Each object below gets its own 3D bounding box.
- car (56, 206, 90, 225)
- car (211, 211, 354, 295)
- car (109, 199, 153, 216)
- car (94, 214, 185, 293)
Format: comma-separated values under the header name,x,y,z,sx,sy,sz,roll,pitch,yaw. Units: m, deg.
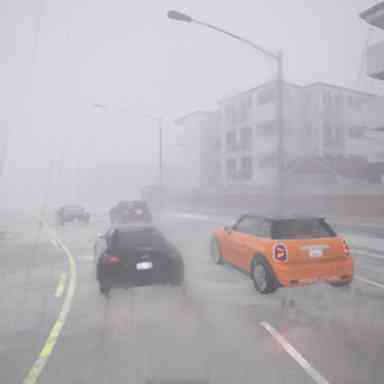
name,x,y,z,sx,sy,sz,roll,pitch,yaw
car,-8.859,1.639,24.405,1.895,1.301,4.718,-1,0,-27
car,2.047,1.296,8.956,2.097,1.767,4.553,-1,0,-14
car,-4.356,1.335,23.227,2.097,1.767,4.553,-1,0,-27
car,-1.603,1.556,9.075,1.994,1.385,4.181,-1,0,-17
